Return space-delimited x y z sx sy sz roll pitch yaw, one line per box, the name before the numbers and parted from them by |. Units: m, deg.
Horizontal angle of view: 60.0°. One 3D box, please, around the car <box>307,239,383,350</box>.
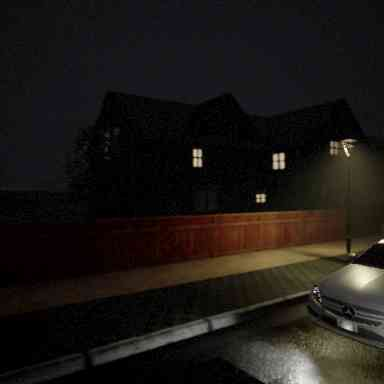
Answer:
car | 4.051 1.577 5.987 4.674 1.442 1.812 0 0 -36
